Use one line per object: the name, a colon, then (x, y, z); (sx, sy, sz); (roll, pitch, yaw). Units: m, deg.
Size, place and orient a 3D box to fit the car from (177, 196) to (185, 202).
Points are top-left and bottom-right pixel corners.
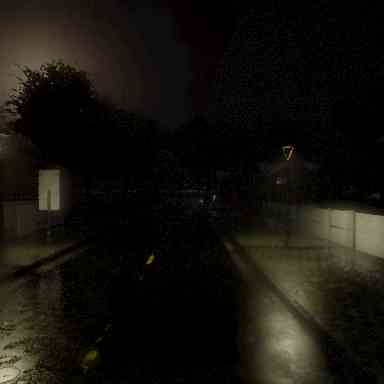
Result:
car: (-2.749, 1.721, 80.759); (1.895, 1.301, 4.718); (0, 0, 0)
